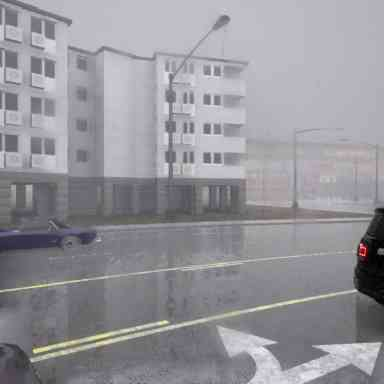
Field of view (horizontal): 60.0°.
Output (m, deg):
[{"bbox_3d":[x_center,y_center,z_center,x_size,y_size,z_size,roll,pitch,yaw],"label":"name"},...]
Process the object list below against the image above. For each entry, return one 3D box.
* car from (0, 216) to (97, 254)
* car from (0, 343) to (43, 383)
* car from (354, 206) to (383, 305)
[{"bbox_3d":[-6.098,1.601,12.295,4.718,1.301,1.895,0,0,-31],"label":"car"},{"bbox_3d":[-3.341,1.547,1.221,5.357,1.411,2.033,0,0,-37],"label":"car"},{"bbox_3d":[5.671,1.221,6.277,5.566,2.045,2.150,0,0,-23],"label":"car"}]
